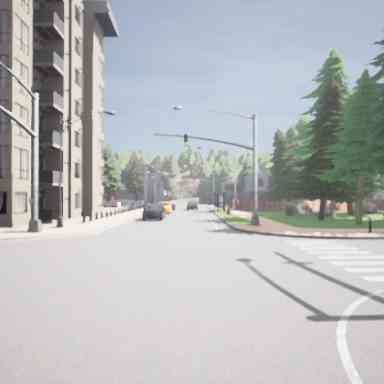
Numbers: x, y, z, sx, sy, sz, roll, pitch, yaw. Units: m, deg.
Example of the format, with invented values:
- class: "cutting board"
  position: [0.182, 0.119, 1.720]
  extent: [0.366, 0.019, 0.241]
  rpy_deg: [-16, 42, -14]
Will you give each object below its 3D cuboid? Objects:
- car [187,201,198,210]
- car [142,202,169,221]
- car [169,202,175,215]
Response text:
- class: "car"
  position: [0.048, 2.214, 53.893]
  extent: [2.033, 1.411, 5.357]
  rpy_deg: [0, -1, 0]
- class: "car"
  position: [-3.572, 1.870, 31.705]
  extent: [1.882, 1.535, 5.008]
  rpy_deg: [0, -1, 0]
- class: "car"
  position: [-3.554, 1.993, 41.666]
  extent: [1.882, 1.535, 5.008]
  rpy_deg: [0, -1, 0]
